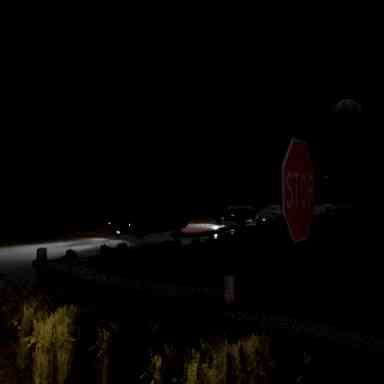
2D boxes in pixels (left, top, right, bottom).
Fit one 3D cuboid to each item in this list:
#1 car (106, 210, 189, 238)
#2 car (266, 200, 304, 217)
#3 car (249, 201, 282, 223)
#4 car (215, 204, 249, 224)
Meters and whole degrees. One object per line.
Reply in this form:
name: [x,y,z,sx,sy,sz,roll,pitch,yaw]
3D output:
car: [-2.264,1.642,17.807,1.895,1.301,4.718,-1,-1,36]
car: [9.681,1.672,34.329,2.128,1.511,4.902,-1,-1,36]
car: [6.101,1.617,23.802,1.812,1.442,4.674,-1,-1,36]
car: [3.583,1.650,25.914,1.812,1.442,4.674,-1,-1,36]
